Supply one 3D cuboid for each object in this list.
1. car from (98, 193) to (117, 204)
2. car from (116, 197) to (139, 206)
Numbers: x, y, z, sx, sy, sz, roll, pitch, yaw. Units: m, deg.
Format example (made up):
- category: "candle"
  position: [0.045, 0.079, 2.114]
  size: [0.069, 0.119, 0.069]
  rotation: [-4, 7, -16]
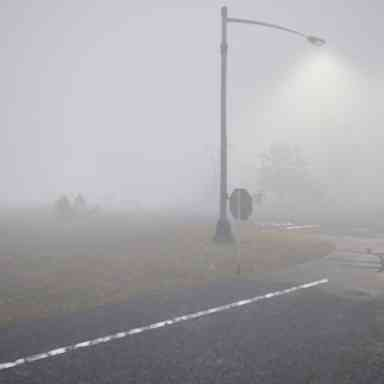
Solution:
- category: "car"
  position: [-15.601, 1.114, 61.445]
  size: [2.150, 2.045, 5.566]
  rotation: [0, 0, -34]
- category: "car"
  position: [-10.022, 1.474, 53.129]
  size: [1.994, 1.385, 4.181]
  rotation: [0, 0, -33]
